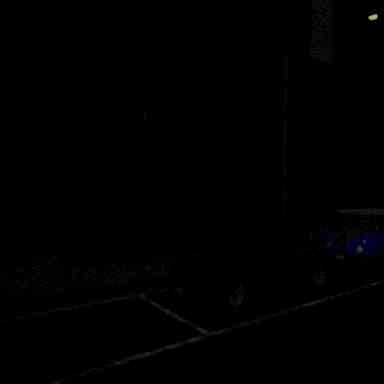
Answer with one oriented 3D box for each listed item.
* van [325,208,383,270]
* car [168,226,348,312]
[{"bbox_3d":[6.121,1.444,11.137,3.998,1.788,1.690,1,0,-36],"label":"van"},{"bbox_3d":[1.514,1.618,7.846,4.313,1.339,1.947,1,0,-36],"label":"car"}]
